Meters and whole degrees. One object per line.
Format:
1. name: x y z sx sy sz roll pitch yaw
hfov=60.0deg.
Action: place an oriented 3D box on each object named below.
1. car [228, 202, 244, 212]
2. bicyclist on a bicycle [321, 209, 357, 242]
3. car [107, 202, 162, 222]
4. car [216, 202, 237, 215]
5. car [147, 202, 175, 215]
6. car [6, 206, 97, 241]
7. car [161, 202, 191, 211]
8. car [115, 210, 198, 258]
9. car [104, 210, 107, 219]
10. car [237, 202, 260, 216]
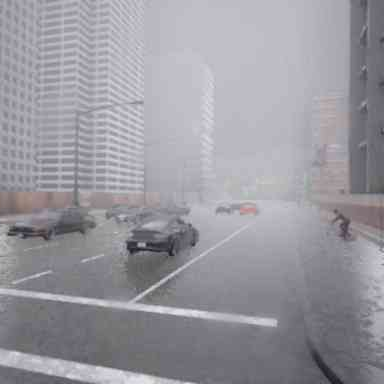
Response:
1. car: 7.297 2.413 54.789 1.837 1.490 4.892 1 -1 17
2. bicyclist on a bicycle: 7.347 1.665 16.645 1.656 1.620 0.582 0 -1 16
3. car: -4.593 1.819 27.389 2.128 1.511 4.902 1 -1 16
4. car: 4.412 2.247 44.921 1.812 1.442 4.674 1 -1 16
5. car: -3.834 2.058 42.292 1.837 1.490 4.892 1 -1 17
6. car: -7.307 1.699 18.138 2.033 1.411 5.357 1 -1 16
7. car: -1.683 2.116 37.264 1.895 1.301 4.718 1 -1 17
8. car: -1.103 1.713 13.741 1.812 1.442 4.674 1 -1 16
9. car: -6.715 1.873 32.572 1.837 1.490 4.892 1 -1 17
10. car: 7.655 2.104 43.568 2.097 1.767 4.553 1 -1 16
